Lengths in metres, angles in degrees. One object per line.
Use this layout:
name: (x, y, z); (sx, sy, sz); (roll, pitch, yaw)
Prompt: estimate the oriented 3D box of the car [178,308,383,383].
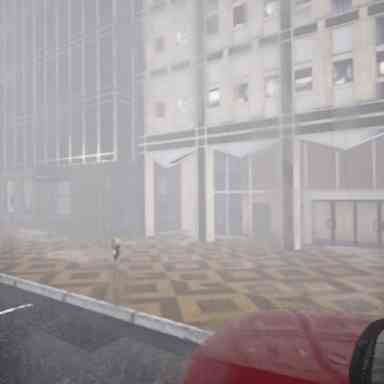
car: (2.128, 1.307, 1.362); (5.009, 1.841, 2.192); (-1, -1, 35)
